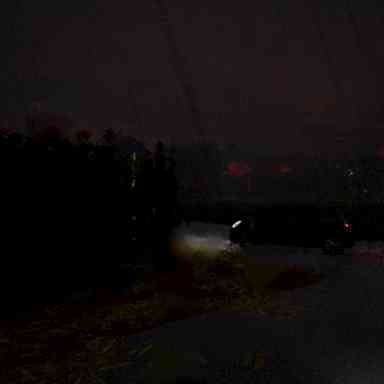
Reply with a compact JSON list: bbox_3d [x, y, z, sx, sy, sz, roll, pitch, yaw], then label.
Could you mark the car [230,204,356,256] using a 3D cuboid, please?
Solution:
[{"bbox_3d":[3.788,1.270,12.835,4.553,1.767,2.097,0,-1,28],"label":"car"}]
